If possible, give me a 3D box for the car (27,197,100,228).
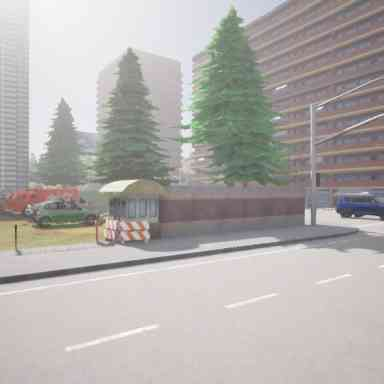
[{"bbox_3d":[-7.965,1.341,21.106,3.988,1.617,1.851,0,0,-35],"label":"car"}]

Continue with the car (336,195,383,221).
[{"bbox_3d":[14.986,1.278,28.001,2.150,2.045,5.566,0,0,-35],"label":"car"}]

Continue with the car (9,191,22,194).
[{"bbox_3d":[-26.258,1.204,46.298,3.866,1.878,1.905,0,0,-35],"label":"car"}]

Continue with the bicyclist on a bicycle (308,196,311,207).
[{"bbox_3d":[16.709,1.356,46.520,1.656,1.620,0.582,0,0,-35],"label":"bicyclist on a bicycle"}]

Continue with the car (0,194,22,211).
[{"bbox_3d":[-24.986,1.394,43.773,4.193,1.474,1.816,0,0,-35],"label":"car"}]

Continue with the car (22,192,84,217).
[{"bbox_3d":[-9.978,1.172,25.162,4.605,1.855,1.932,0,0,-35],"label":"car"}]
